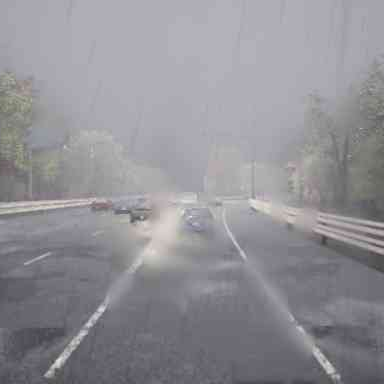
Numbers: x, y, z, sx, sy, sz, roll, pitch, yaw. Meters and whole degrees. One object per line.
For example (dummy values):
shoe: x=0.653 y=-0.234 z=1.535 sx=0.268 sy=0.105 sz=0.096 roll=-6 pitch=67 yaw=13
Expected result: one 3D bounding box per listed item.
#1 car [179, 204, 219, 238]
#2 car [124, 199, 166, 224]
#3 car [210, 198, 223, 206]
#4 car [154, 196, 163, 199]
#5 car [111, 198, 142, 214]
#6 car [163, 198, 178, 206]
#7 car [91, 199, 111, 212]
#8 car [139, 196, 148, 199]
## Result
car: x=0.320 y=1.573 z=17.917 sx=2.033 sy=1.411 sz=5.357 roll=0 pitch=0 yaw=3
car: x=-3.398 y=1.528 z=25.116 sx=2.128 sy=1.511 sz=4.902 roll=0 pitch=0 yaw=0
car: x=4.138 y=1.723 z=55.309 sx=1.895 sy=1.301 sz=4.718 roll=0 pitch=-1 yaw=10
car: x=-6.948 y=1.580 z=70.166 sx=1.882 sy=1.535 sz=5.008 roll=0 pitch=0 yaw=0
car: x=-6.895 y=1.616 z=35.549 sx=1.994 sy=1.385 sz=4.181 roll=0 pitch=0 yaw=0
car: x=-3.394 y=1.682 z=55.865 sx=1.895 sy=1.301 sz=4.718 roll=0 pitch=0 yaw=0
car: x=-10.394 y=1.535 z=39.270 sx=1.882 sy=1.535 sz=5.008 roll=0 pitch=0 yaw=0
car: x=-10.491 y=1.605 z=71.713 sx=1.837 sy=1.490 sz=4.892 roll=0 pitch=0 yaw=0
